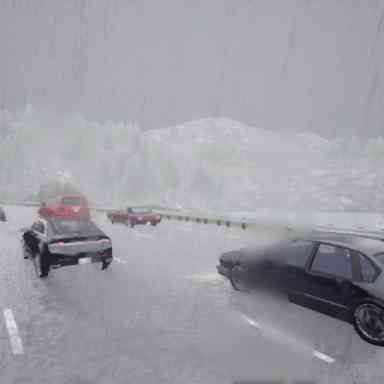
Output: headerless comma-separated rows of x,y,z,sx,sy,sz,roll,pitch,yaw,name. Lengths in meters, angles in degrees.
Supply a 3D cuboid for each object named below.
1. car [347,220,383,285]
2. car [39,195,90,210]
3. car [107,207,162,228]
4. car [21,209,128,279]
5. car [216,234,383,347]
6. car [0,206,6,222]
6.169,1.539,7.442,1.812,1.442,4.674,0,0,-32,car
-8.845,1.239,22.838,2.150,2.045,5.566,0,0,-38,car
-4.011,1.622,22.279,1.895,1.301,4.718,0,0,-37,car
-4.032,1.500,10.292,2.128,1.511,4.902,0,0,-34,car
2.688,1.557,6.476,2.033,1.411,5.357,0,0,-32,car
-15.811,1.542,25.810,1.812,1.442,4.674,0,0,-40,car
